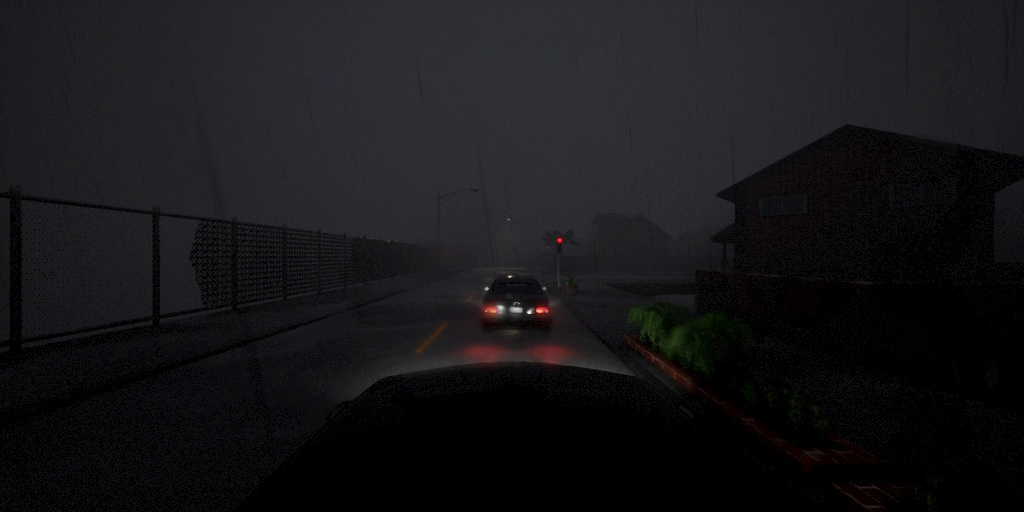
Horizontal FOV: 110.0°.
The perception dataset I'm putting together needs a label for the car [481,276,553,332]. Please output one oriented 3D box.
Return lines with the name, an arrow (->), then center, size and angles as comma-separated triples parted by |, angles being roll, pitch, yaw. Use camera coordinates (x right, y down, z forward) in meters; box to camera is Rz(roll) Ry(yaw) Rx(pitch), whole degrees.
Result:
car -> 0.116, 1.297, 10.780 | 2.033, 1.411, 5.357 | 0, 0, 0
